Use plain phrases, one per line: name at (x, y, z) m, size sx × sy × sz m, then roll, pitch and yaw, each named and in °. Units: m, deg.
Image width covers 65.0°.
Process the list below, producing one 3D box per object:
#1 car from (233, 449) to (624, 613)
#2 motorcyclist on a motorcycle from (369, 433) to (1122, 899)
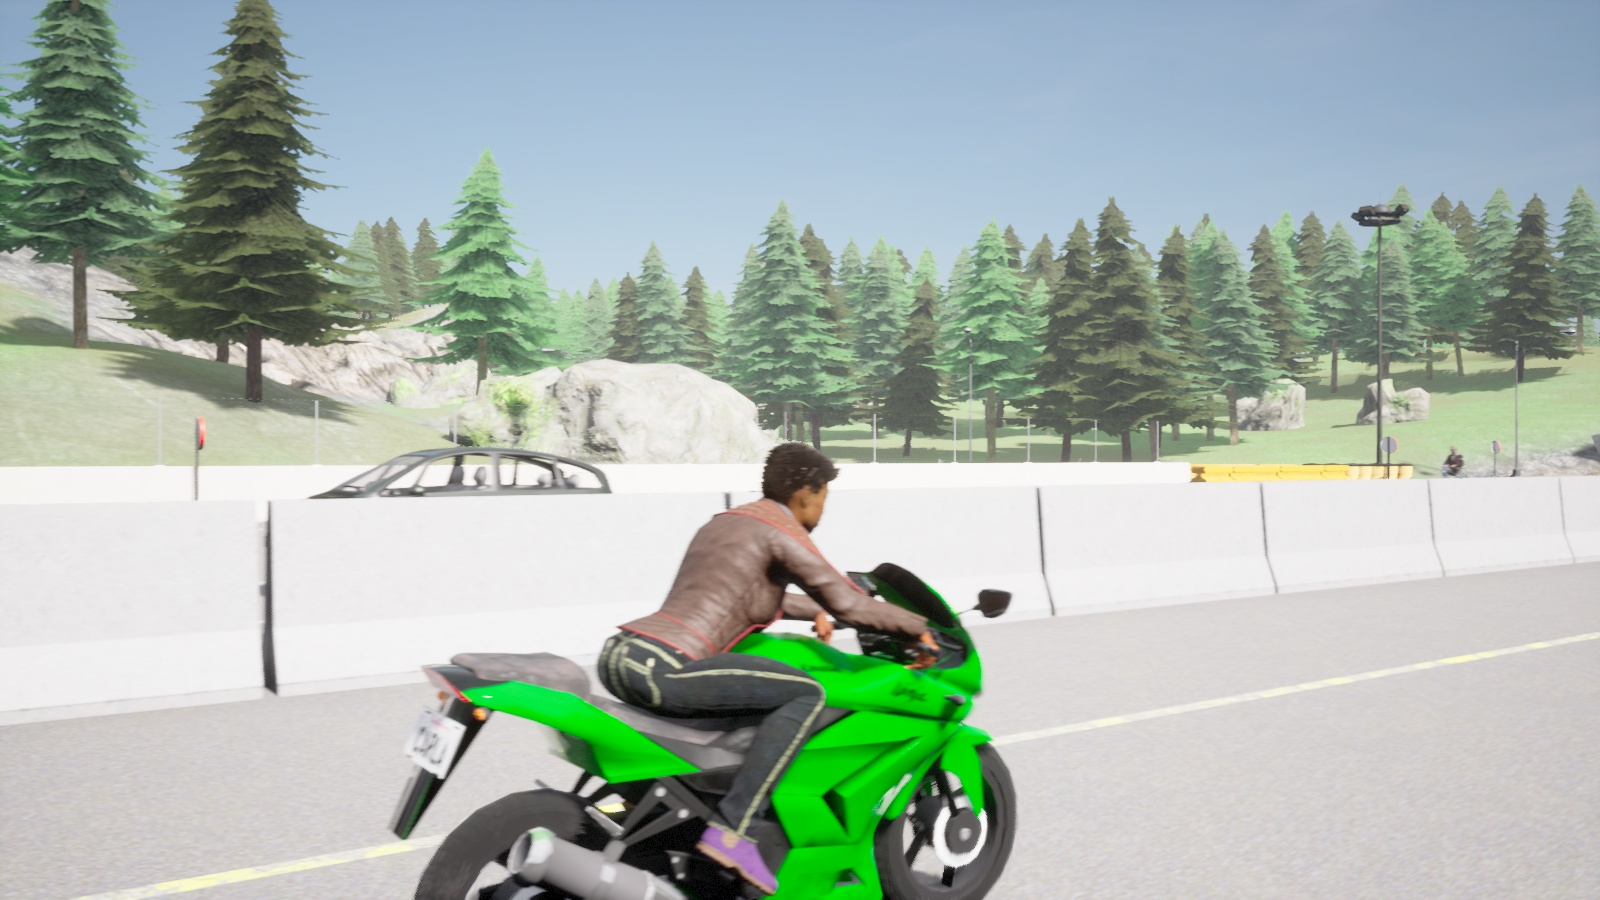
car at (-3.994, 0.765, 13.672) m, size 3.705 × 1.549 × 1.789 m, roll 0°, pitch 0°, yaw -35°
motorcyclist on a motorcycle at (-0.079, 0.735, 3.604) m, size 2.044 × 1.523 × 0.797 m, roll 1°, pitch -1°, yaw -35°
